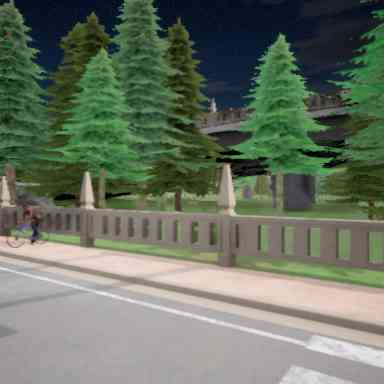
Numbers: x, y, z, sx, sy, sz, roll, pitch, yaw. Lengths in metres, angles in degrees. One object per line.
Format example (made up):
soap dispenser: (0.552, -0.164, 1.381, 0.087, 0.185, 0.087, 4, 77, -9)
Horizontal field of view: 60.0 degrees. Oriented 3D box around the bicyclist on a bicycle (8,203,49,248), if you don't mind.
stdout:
bicyclist on a bicycle: (-6.193, 1.258, 12.676, 0.582, 1.620, 1.656, 0, 1, 34)
